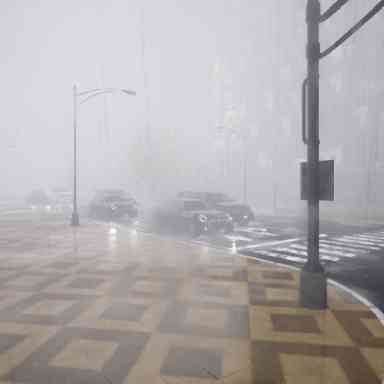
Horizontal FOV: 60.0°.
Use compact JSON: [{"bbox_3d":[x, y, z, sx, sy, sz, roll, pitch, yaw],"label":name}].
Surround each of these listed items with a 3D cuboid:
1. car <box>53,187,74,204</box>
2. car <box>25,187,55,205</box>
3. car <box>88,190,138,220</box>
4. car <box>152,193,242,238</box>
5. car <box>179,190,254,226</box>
[{"bbox_3d":[-17.060,0.410,43.446,2.150,2.045,5.566,0,1,-38],"label":"car"},{"bbox_3d":[-18.609,0.573,40.129,2.097,1.767,4.553,0,1,-38],"label":"car"},{"bbox_3d":[-5.679,0.959,23.627,2.097,1.767,4.553,0,1,-38],"label":"car"},{"bbox_3d":[-0.051,1.124,16.510,2.097,1.767,4.553,0,1,-38],"label":"car"},{"bbox_3d":[1.141,0.950,20.205,2.150,2.045,5.566,0,1,-40],"label":"car"}]
